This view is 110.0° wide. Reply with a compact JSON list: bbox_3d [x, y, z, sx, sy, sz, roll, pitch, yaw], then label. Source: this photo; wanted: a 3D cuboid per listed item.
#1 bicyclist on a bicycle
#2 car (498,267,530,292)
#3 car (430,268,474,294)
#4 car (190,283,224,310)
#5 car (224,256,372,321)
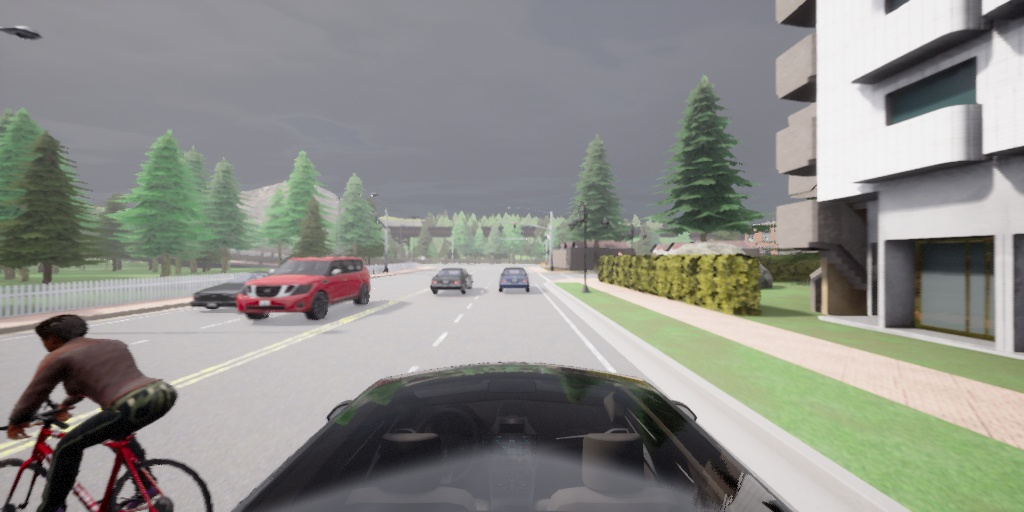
[{"bbox_3d":[-2.780,1.205,2.346,1.656,1.620,0.582,0,0,0],"label":"bicyclist on a bicycle"},{"bbox_3d":[0.130,1.375,21.945,2.033,1.411,5.357,0,0,0],"label":"car"},{"bbox_3d":[-3.373,1.370,20.780,2.033,1.411,5.357,0,0,0],"label":"car"},{"bbox_3d":[-10.520,1.349,15.266,2.033,1.411,5.357,0,0,1],"label":"car"},{"bbox_3d":[-7.043,1.016,13.016,2.150,2.045,5.566,0,0,0],"label":"car"}]
